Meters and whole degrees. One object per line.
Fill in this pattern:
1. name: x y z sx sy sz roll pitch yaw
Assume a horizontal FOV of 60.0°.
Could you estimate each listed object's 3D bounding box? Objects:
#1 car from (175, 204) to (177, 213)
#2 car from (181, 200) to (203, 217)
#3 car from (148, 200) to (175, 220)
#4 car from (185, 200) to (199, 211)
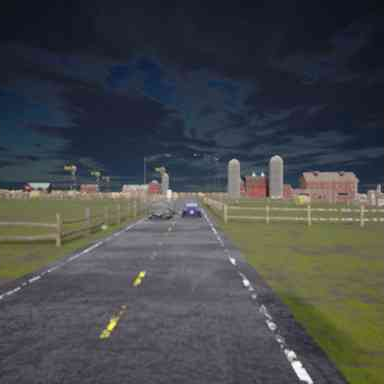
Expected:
1. car: -2.770 1.668 37.054 1.837 1.490 4.892 0 0 0
2. car: -0.012 1.668 32.537 1.812 1.442 4.674 0 0 0
3. car: -2.766 1.673 29.853 1.837 1.490 4.892 0 0 0
4. car: 0.007 1.800 45.095 1.895 1.301 4.718 0 0 1
